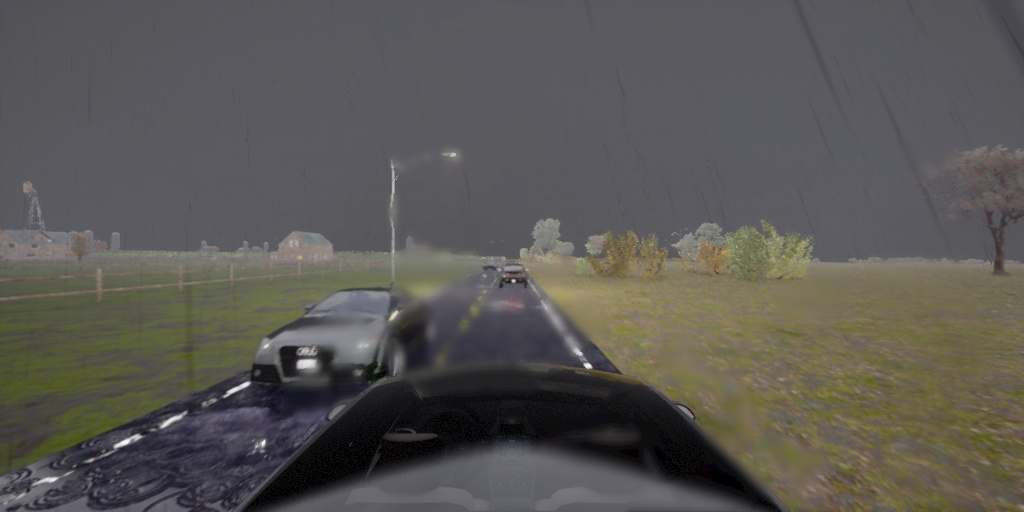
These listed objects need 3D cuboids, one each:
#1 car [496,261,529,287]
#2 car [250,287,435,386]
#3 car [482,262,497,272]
[{"bbox_3d":[0.100,1.261,24.344,1.837,1.490,4.892,0,1,0],"label":"car"},{"bbox_3d":[-2.836,1.314,6.973,1.994,1.385,4.181,0,0,0],"label":"car"},{"bbox_3d":[-2.829,1.407,47.251,1.895,1.301,4.718,0,0,0],"label":"car"}]
